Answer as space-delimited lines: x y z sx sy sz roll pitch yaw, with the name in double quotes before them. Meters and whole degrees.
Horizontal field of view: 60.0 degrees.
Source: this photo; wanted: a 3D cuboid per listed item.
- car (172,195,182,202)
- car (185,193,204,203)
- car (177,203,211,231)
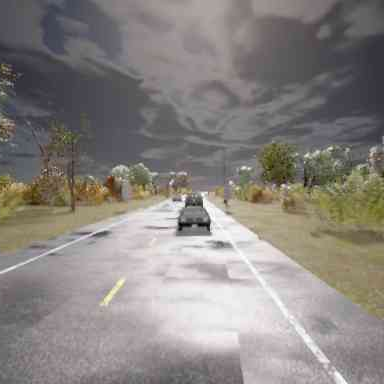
"car" -3.058 1.327 67.517 1.837 1.490 4.892 0 1 1
"car" 0.271 1.117 41.398 2.150 2.045 5.566 0 0 1
"car" 0.140 1.549 20.272 1.895 1.301 4.718 0 0 0
